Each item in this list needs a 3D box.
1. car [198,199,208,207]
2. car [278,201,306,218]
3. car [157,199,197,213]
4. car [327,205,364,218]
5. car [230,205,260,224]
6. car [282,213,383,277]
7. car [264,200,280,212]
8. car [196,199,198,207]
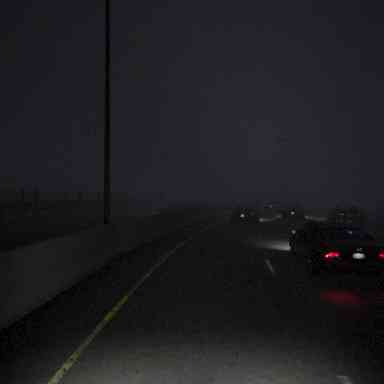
[{"bbox_3d":[0.609,1.848,53.277,2.033,1.411,5.357,0,0,30],"label":"car"},{"bbox_3d":[9.116,1.752,29.810,1.994,1.385,4.181,0,0,19],"label":"car"},{"bbox_3d":[-1.540,1.723,31.814,2.033,1.411,5.357,0,0,19],"label":"car"},{"bbox_3d":[10.576,1.645,23.047,2.128,1.511,4.902,0,0,16],"label":"car"},{"bbox_3d":[4.259,1.721,26.246,1.994,1.385,4.181,0,0,16],"label":"car"},{"bbox_3d":[4.378,1.617,10.555,2.033,1.411,5.357,0,0,8],"label":"car"},{"bbox_3d":[10.364,1.760,41.491,2.163,1.488,4.792,0,0,27],"label":"car"},{"bbox_3d":[-1.387,1.709,41.664,1.882,1.535,5.008,0,0,24],"label":"car"}]
